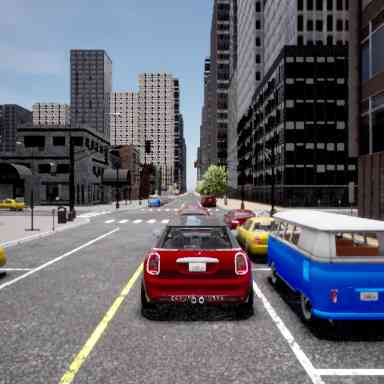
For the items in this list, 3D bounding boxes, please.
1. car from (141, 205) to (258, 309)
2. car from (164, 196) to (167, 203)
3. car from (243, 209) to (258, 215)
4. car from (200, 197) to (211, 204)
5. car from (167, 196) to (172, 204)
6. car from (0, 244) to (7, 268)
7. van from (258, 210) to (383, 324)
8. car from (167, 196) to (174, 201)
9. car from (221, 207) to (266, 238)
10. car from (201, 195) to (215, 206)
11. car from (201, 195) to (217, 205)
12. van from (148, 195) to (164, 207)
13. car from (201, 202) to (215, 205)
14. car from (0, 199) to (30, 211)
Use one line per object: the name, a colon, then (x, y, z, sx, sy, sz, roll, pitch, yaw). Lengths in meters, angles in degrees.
car: (0.094, 1.352, 8.027, 2.097, 1.767, 4.553, 0, 0, 0)
car: (-5.727, 1.505, 56.117, 1.967, 1.590, 4.097, 0, 0, 0)
car: (2.679, 1.527, 12.720, 1.752, 1.417, 4.829, 0, 0, 0)
car: (2.647, 1.655, 67.173, 1.947, 1.339, 4.313, 0, 0, 0)
car: (-5.734, 1.529, 67.166, 1.967, 1.590, 4.097, 0, 0, 0)
car: (-5.697, 1.525, 6.711, 1.752, 1.417, 4.829, 0, 0, 0)
van: (2.683, 1.341, 6.886, 1.690, 1.788, 3.998, 0, 0, 0)
car: (-5.747, 1.673, 89.091, 1.752, 1.417, 4.829, 0, 0, 0)
car: (2.676, 1.587, 18.213, 1.802, 1.307, 4.206, 0, 0, 0)
car: (2.652, 1.380, 56.125, 2.192, 1.841, 5.009, 0, 0, 0)
car: (2.655, 1.369, 50.601, 2.192, 1.841, 5.009, 0, 0, 0)
van: (-5.724, 1.395, 50.594, 1.690, 1.788, 3.998, 0, 0, 0)
car: (0.089, 1.482, 17.233, 1.882, 1.535, 5.008, 0, 0, 0)
car: (-21.432, 1.469, 38.415, 4.829, 1.417, 1.752, 0, 0, 0)
